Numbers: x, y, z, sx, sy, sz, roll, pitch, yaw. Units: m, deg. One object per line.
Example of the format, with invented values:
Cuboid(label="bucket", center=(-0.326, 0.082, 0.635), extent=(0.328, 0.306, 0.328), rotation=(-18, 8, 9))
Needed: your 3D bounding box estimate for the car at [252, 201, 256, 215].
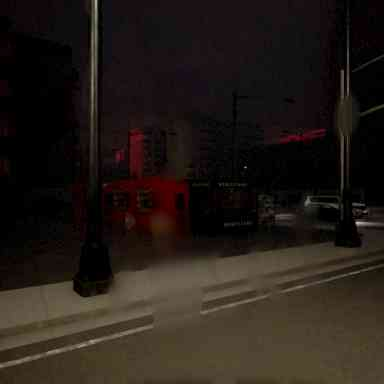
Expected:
Cuboid(label="car", center=(5.385, 1.685, 34.184), extent=(1.882, 1.535, 5.008), rotation=(0, -1, -36))

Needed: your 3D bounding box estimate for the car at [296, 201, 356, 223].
Cuboid(label="car", center=(10.565, 1.667, 27.023), extent=(1.994, 1.385, 4.181), rotation=(0, -1, -36))

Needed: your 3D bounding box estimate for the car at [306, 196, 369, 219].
Cuboid(label="car", center=(12.785, 1.339, 29.932), extent=(2.150, 2.045, 5.566), rotation=(0, -1, -36))
